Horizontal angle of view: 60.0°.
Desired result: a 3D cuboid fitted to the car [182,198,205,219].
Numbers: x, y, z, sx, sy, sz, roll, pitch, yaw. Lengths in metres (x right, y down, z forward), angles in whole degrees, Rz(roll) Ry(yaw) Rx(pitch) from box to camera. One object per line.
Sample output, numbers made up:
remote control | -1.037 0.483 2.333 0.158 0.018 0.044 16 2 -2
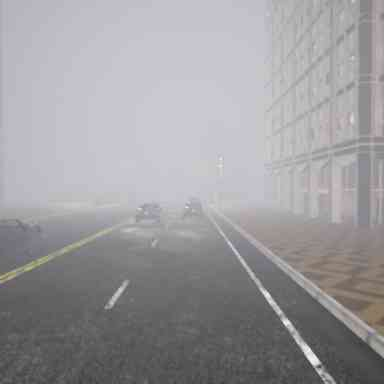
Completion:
car | 0.101 1.504 28.070 2.033 1.411 5.357 0 0 0

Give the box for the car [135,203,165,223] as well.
car | -3.154 1.509 25.444 2.033 1.411 5.357 0 0 0

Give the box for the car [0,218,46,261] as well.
car | -6.547 1.533 10.430 2.033 1.411 5.357 0 0 1
